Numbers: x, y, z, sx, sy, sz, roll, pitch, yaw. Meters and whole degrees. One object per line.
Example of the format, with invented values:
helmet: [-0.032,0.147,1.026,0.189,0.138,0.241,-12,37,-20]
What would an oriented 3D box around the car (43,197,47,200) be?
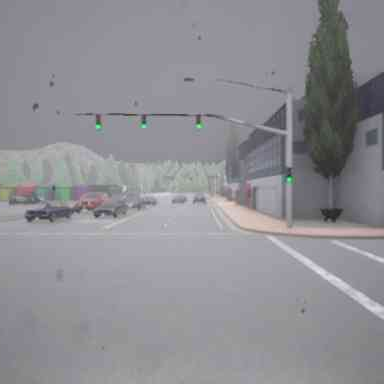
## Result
car: [-24.390,1.097,51.450,3.806,1.475,1.970,0,0,0]

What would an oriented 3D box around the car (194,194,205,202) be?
car: [1.517,1.112,65.609,2.128,1.511,4.902,0,0,2]

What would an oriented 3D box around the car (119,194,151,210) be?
car: [-6.520,1.269,38.348,2.128,1.511,4.902,0,0,2]

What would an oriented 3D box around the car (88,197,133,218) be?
car: [-6.852,1.381,28.607,2.033,1.411,5.357,0,0,2]

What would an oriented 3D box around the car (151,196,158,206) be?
car: [-6.161,1.283,48.296,1.994,1.385,4.181,0,0,3]

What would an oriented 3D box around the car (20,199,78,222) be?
car: [-10.454,1.457,24.734,1.895,1.301,4.718,0,0,1]

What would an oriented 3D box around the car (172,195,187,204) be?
car: [-2.315,1.237,56.273,1.994,1.385,4.181,0,0,2]

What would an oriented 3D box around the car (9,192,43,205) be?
car: [-24.429,0.874,48.553,3.866,1.878,1.905,0,0,0]

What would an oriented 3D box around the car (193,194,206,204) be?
car: [1.254,1.030,55.401,2.097,1.767,4.553,0,0,2]

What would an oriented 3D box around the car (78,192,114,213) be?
car: [-10.167,1.021,34.495,2.150,2.045,5.566,0,0,2]

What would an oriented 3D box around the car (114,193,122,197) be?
car: [-9.814,1.093,44.621,2.097,1.767,4.553,0,0,2]

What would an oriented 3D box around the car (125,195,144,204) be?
car: [-9.414,1.229,54.890,2.033,1.411,5.357,0,0,3]
